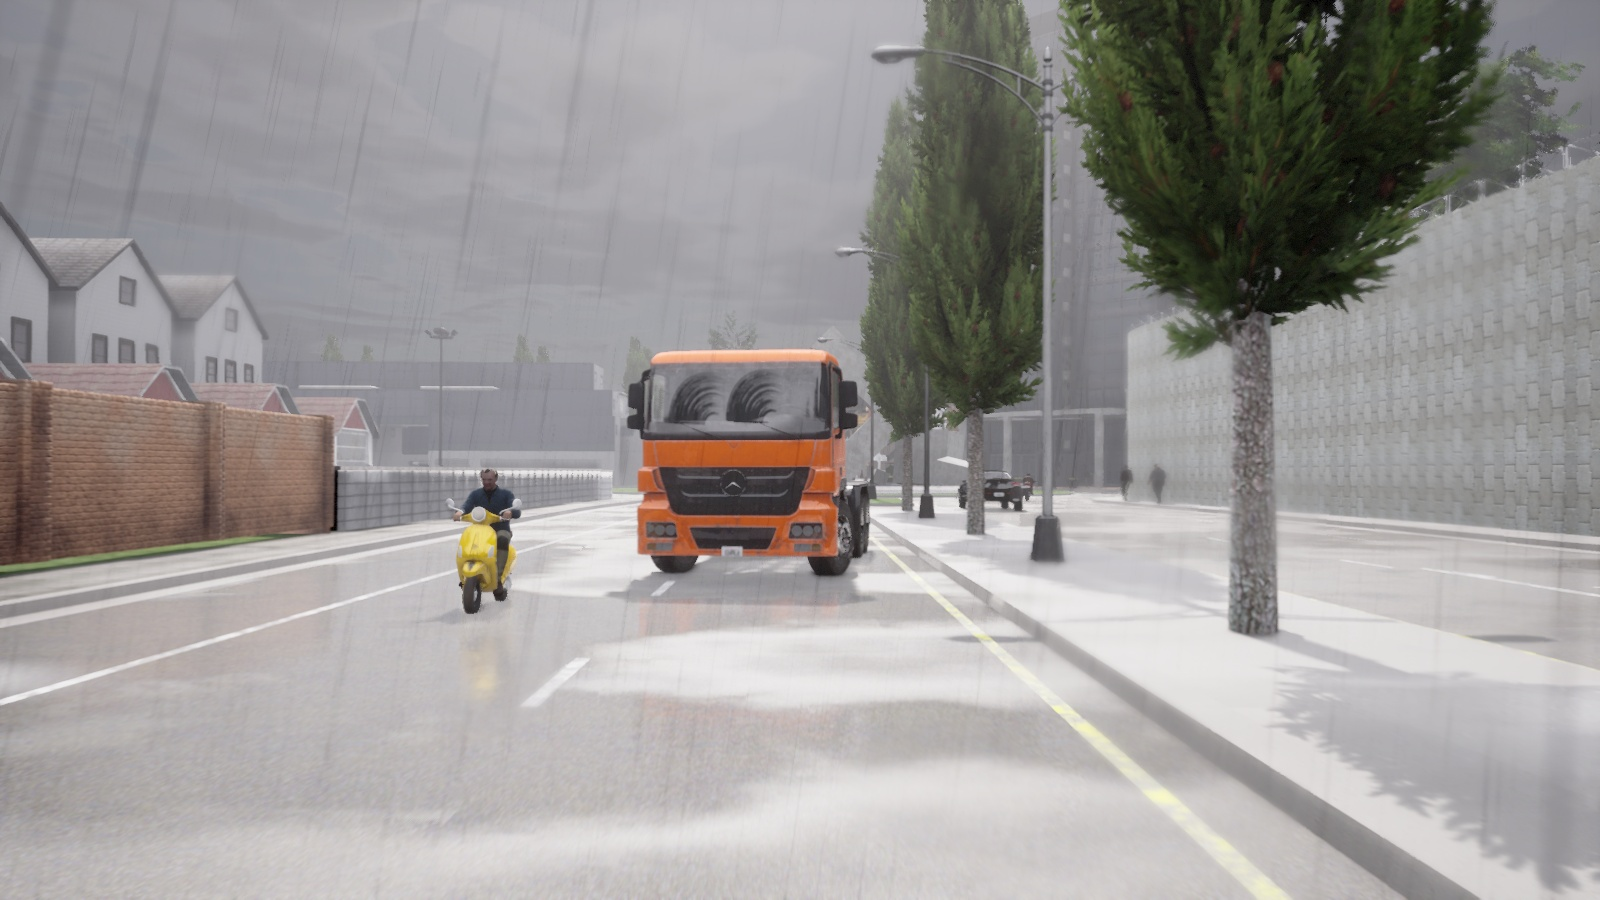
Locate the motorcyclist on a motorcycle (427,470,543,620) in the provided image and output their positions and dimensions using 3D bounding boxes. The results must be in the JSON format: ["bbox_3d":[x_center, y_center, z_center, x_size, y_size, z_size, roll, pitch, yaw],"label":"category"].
[{"bbox_3d":[-3.537,1.021,14.276,0.866,1.590,1.817,0,-1,0],"label":"motorcyclist on a motorcycle"}]

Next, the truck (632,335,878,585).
[{"bbox_3d":[-0.408,0.192,21.504,2.891,3.462,7.936,-1,-1,7],"label":"truck"}]

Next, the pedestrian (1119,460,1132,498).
[{"bbox_3d":[15.967,1.436,61.530,0.431,1.840,0.703,0,-1,-1],"label":"pedestrian"}]

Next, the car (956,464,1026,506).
[{"bbox_3d":[7.885,1.439,52.361,2.152,1.651,5.027,0,-1,0],"label":"car"}]

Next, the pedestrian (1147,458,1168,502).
[{"bbox_3d":[16.199,1.358,56.941,0.659,1.952,0.873,0,-1,-4],"label":"pedestrian"}]
